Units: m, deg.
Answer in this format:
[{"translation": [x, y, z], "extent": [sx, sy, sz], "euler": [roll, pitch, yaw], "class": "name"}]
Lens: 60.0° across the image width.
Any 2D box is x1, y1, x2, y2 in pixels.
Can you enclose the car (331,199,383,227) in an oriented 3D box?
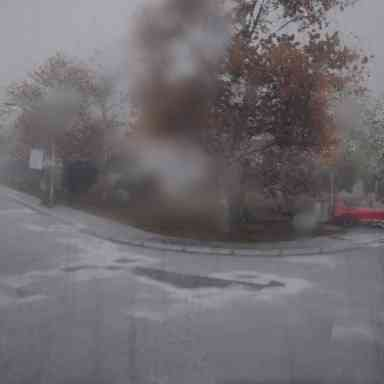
[{"translation": [12.935, 1.514, 23.720], "extent": [5.566, 2.045, 2.435], "euler": [-1, -1, 31], "class": "car"}]
